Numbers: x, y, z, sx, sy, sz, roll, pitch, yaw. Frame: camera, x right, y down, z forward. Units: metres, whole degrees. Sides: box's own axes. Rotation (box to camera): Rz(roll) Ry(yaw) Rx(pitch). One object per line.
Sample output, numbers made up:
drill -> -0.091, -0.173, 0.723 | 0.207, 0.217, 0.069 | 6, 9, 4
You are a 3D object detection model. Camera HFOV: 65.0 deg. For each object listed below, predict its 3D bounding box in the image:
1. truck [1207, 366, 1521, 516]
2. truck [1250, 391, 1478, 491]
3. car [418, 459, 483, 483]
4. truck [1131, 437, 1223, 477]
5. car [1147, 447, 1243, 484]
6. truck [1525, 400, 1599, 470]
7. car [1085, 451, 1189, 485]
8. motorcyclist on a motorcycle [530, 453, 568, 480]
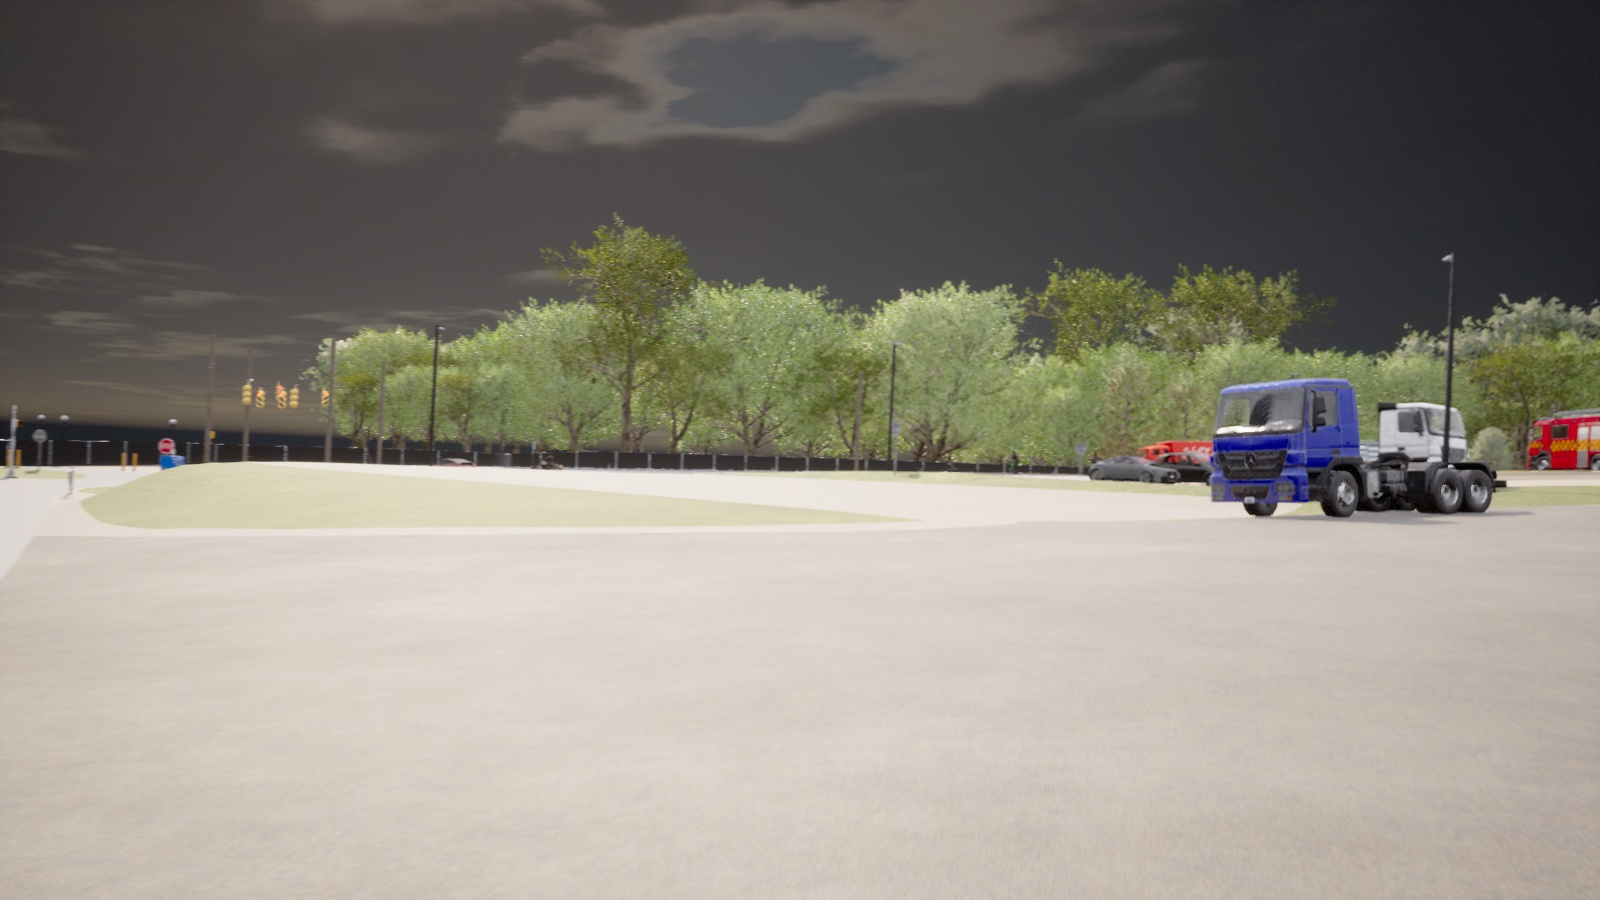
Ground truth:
truck -> 14.478, -0.197, 32.114 | 7.936, 3.462, 2.891 | -1, -2, -27
truck -> 22.811, -0.210, 51.253 | 2.891, 3.462, 7.936 | 3, -5, -38
car -> -23.690, 1.467, 85.054 | 4.514, 1.525, 2.007 | -2, -3, 38
truck -> 25.415, 0.460, 84.688 | 5.204, 2.467, 2.627 | 0, -5, -18
car -> 18.974, 0.727, 60.369 | 3.988, 1.617, 1.851 | 0, 4, 38
truck -> 46.808, -0.808, 74.171 | 2.891, 3.827, 8.468 | 2, -2, -1
car -> 15.547, 0.822, 58.091 | 1.994, 1.385, 4.181 | 3, -1, -41
motorcyclist on a motorcycle -> -16.044, 1.052, 80.335 | 2.350, 1.649, 0.766 | -1, -1, 22
